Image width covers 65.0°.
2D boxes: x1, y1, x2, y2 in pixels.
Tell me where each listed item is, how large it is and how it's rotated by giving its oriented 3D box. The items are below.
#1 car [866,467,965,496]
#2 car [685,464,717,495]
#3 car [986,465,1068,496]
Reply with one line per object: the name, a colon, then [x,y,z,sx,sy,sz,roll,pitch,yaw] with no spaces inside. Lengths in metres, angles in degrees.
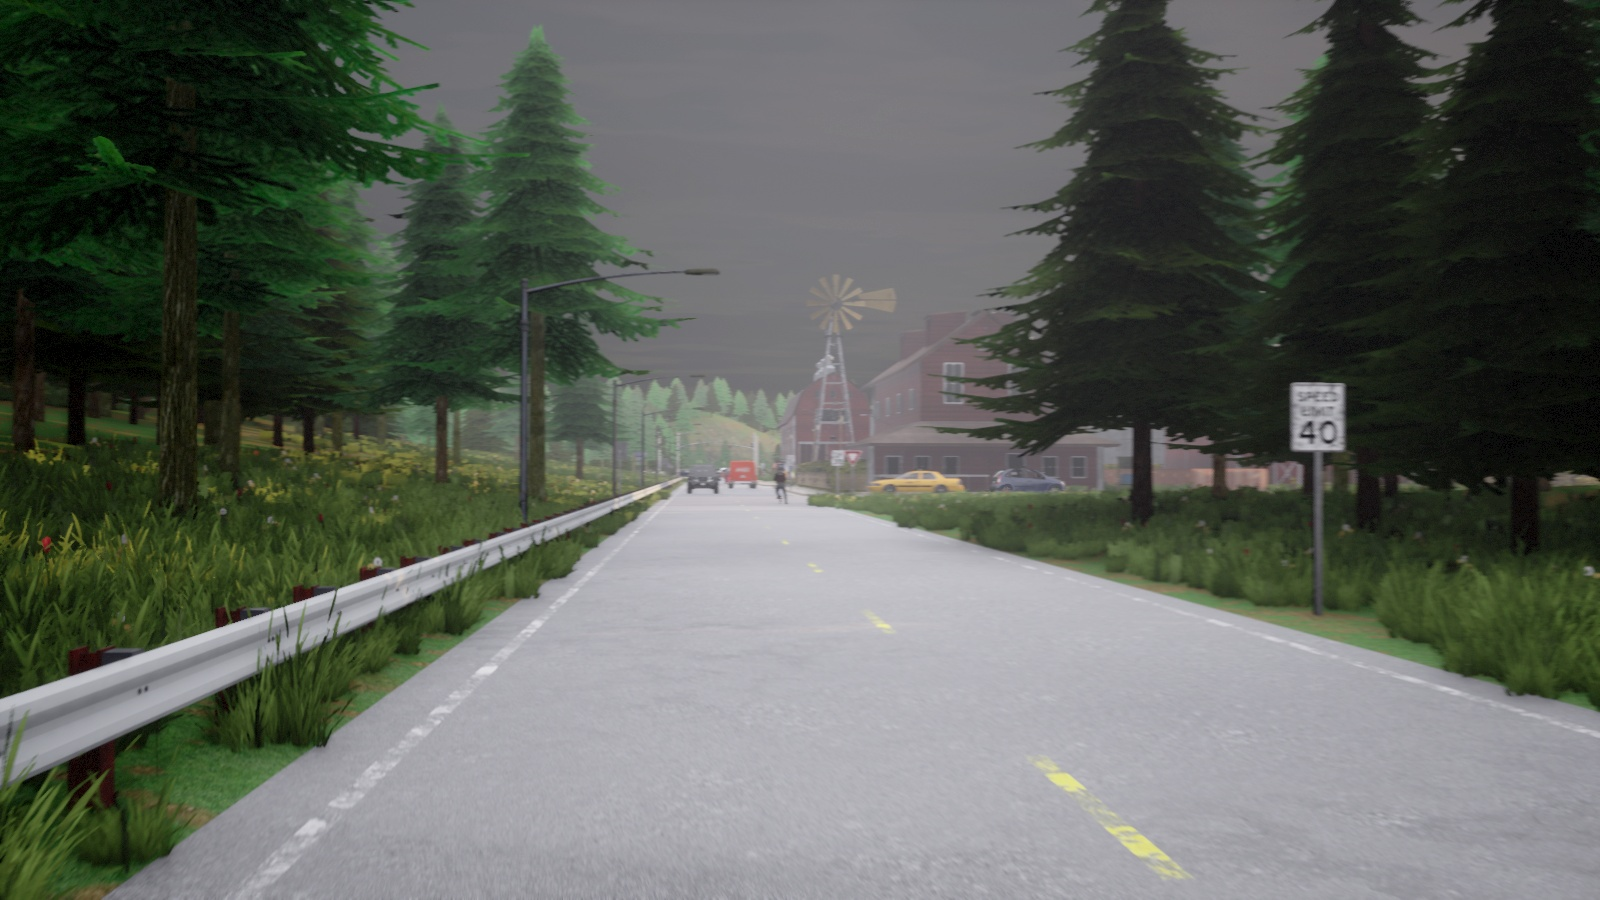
car: [6.520,1.765,71.080,5.366,1.575,1.801,0,-1,-5]
car: [-6.836,2.032,86.595,2.150,2.045,5.566,0,-1,-5]
car: [12.278,1.635,68.018,3.988,1.617,1.851,0,-1,-5]
